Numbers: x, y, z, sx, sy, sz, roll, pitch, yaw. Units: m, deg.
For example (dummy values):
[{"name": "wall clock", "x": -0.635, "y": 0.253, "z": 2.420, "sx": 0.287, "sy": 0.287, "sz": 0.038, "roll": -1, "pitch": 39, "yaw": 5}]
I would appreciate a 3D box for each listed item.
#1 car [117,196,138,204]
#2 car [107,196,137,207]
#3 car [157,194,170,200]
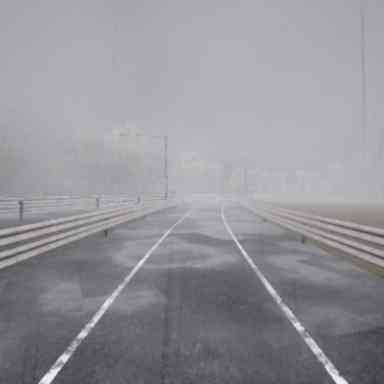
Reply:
[{"name": "car", "x": -11.119, "y": 1.349, "z": 57.608, "sx": 1.994, "sy": 1.385, "sz": 4.181, "roll": 0, "pitch": 0, "yaw": 16}, {"name": "car", "x": -10.257, "y": 1.254, "z": 47.344, "sx": 2.128, "sy": 1.511, "sz": 4.902, "roll": 0, "pitch": 0, "yaw": 15}, {"name": "car", "x": -7.144, "y": 1.199, "z": 83.510, "sx": 2.097, "sy": 1.767, "sz": 4.553, "roll": 0, "pitch": 0, "yaw": 18}]
